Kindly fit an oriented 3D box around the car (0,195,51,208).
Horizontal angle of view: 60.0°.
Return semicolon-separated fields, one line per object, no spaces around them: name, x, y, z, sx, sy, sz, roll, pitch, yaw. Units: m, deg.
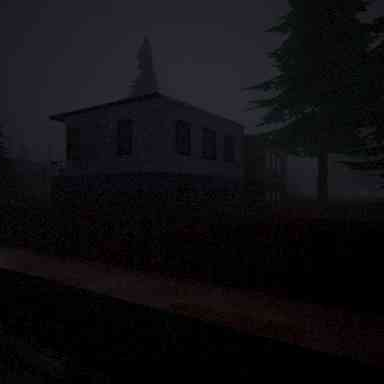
car;-14.589;1.322;29.462;2.150;2.045;5.566;0;0;27
